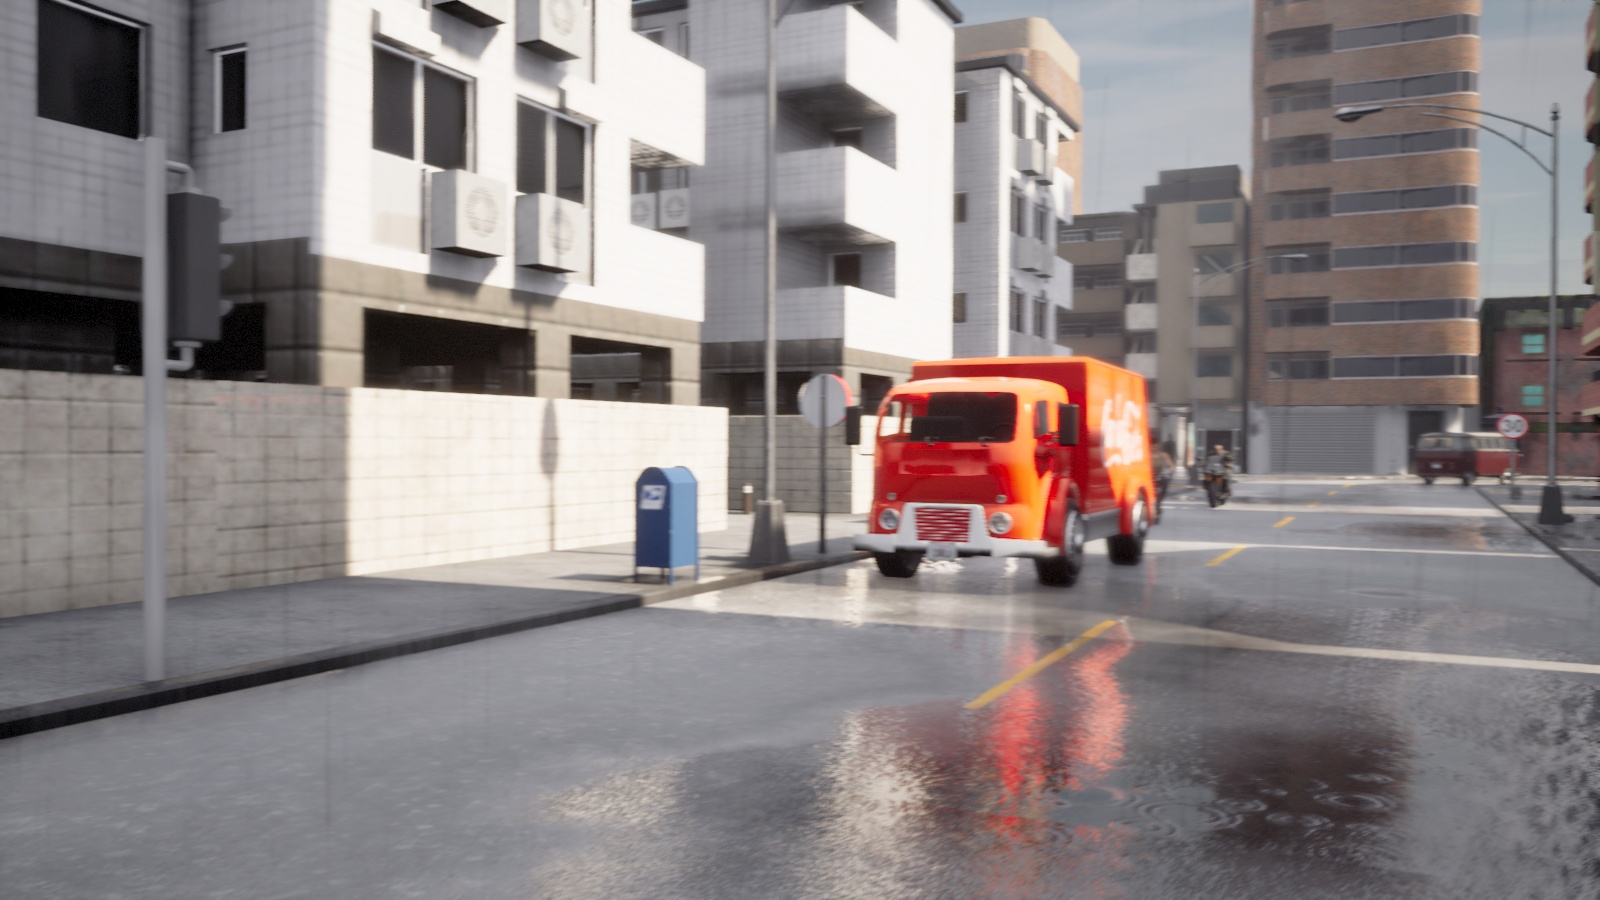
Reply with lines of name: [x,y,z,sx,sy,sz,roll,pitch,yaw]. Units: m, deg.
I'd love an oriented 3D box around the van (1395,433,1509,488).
van: [24.559,0.367,47.283,4.442,1.987,1.775,0,0,-32]

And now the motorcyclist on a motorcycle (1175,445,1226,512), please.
motorcyclist on a motorcycle: [9.592,0.658,30.008,0.866,1.530,2.191,1,0,25]

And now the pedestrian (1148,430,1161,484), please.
pedestrian: [12.997,0.256,46.053,0.423,1.949,0.788,0,0,18]

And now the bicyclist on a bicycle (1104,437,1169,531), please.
bicyclist on a bicycle: [6.063,0.582,22.600,0.866,1.612,1.509,1,0,25]

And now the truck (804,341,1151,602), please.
truck: [2.343,0.183,14.787,2.627,2.467,5.204,1,0,25]
